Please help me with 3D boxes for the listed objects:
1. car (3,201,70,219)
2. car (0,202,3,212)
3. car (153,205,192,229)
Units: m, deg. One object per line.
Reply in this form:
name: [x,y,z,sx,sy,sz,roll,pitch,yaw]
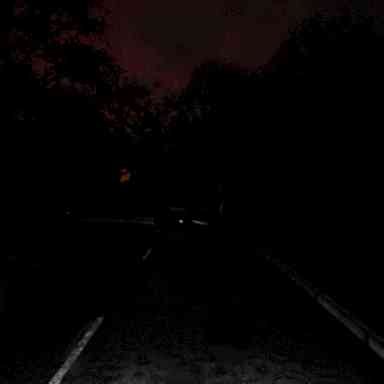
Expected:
car: [-12.773,1.516,28.085,4.902,1.511,2.128,0,-3,9]
car: [-18.805,1.756,32.109,5.008,1.535,1.882,-1,-3,3]
car: [-1.309,1.570,22.006,1.812,1.442,4.674,1,-1,-17]
